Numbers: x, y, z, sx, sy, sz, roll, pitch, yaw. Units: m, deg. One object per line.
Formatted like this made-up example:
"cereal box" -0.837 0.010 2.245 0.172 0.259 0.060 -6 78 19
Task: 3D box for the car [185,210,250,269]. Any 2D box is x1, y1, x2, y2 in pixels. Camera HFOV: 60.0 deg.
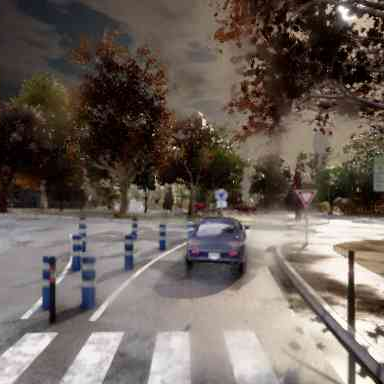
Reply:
"car" 0.945 1.562 11.214 1.812 1.442 4.674 1 0 9

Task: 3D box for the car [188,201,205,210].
"car" 1.461 3.425 81.475 2.150 2.045 5.566 0 -4 -16

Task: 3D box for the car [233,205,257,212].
"car" 10.906 3.440 68.993 5.008 1.535 1.882 0 0 32
